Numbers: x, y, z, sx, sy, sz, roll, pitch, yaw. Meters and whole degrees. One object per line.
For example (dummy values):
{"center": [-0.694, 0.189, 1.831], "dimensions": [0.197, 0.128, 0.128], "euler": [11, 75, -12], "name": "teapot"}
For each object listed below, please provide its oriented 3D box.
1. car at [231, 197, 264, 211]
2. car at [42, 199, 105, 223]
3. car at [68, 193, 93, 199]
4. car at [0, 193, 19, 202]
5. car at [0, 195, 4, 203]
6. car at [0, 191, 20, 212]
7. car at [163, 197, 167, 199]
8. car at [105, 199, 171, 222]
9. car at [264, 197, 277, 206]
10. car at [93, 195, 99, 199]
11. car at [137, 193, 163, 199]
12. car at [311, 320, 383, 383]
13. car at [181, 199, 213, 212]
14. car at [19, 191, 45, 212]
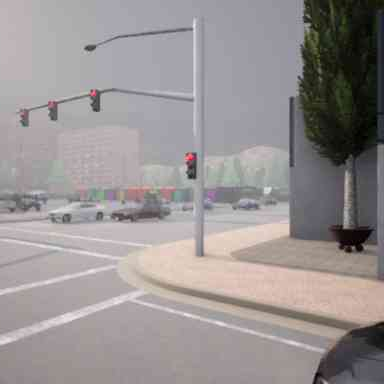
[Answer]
{"center": [6.633, 1.515, 40.566], "dimensions": [1.812, 1.442, 4.674], "euler": [0, 0, 37], "name": "car"}
{"center": [-8.738, 1.513, 25.674], "dimensions": [1.812, 1.442, 4.674], "euler": [0, 0, 38], "name": "car"}
{"center": [-21.445, 1.122, 62.735], "dimensions": [4.605, 1.855, 1.932], "euler": [0, 0, 35], "name": "car"}
{"center": [-36.951, 1.113, 66.882], "dimensions": [4.605, 1.855, 1.932], "euler": [0, 0, 35], "name": "car"}
{"center": [-38.457, 1.323, 64.661], "dimensions": [3.905, 1.438, 1.784], "euler": [0, 0, 35], "name": "car"}
{"center": [-20.113, 1.132, 34.262], "dimensions": [4.605, 1.855, 1.932], "euler": [0, 0, 35], "name": "car"}
{"center": [-5.439, 1.374, 55.011], "dimensions": [3.806, 1.475, 1.970], "euler": [0, 0, 35], "name": "car"}
{"center": [-3.899, 1.536, 26.412], "dimensions": [2.033, 1.411, 5.357], "euler": [0, 0, 36], "name": "car"}
{"center": [12.093, 1.509, 53.621], "dimensions": [2.128, 1.511, 4.902], "euler": [0, 0, 37], "name": "car"}
{"center": [-19.723, 1.332, 65.065], "dimensions": [3.905, 1.438, 1.784], "euler": [0, 0, 35], "name": "car"}
{"center": [-7.117, 1.135, 52.651], "dimensions": [3.866, 1.878, 1.905], "euler": [0, 0, 35], "name": "car"}
{"center": [3.174, 1.493, 1.702], "dimensions": [4.902, 1.511, 2.128], "euler": [0, 0, 36], "name": "car"}
{"center": [0.705, 1.513, 38.469], "dimensions": [1.812, 1.442, 4.674], "euler": [0, 0, 36], "name": "car"}
{"center": [-18.400, 1.135, 36.596], "dimensions": [3.866, 1.878, 1.905], "euler": [0, 0, 35], "name": "car"}
